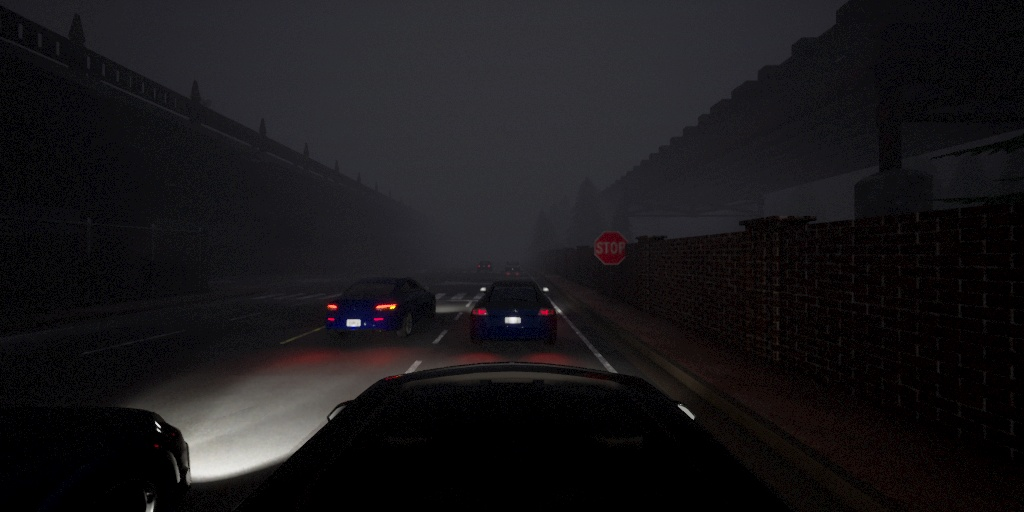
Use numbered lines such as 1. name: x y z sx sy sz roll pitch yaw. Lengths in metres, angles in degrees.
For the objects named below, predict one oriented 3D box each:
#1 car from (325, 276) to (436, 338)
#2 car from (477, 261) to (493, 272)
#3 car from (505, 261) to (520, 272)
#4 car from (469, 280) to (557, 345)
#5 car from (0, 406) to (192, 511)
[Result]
1. car: -3.420 1.274 10.031 1.812 1.442 4.674 0 0 0
2. car: -3.429 1.290 46.047 2.033 1.411 5.357 0 0 -1
3. car: 0.065 1.343 46.236 1.895 1.301 4.718 0 0 -1
4. car: 0.062 1.313 9.511 1.994 1.385 4.181 0 0 1
5. car: -3.399 1.314 0.935 1.994 1.385 4.181 0 0 0
